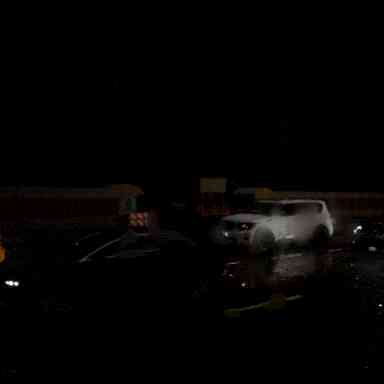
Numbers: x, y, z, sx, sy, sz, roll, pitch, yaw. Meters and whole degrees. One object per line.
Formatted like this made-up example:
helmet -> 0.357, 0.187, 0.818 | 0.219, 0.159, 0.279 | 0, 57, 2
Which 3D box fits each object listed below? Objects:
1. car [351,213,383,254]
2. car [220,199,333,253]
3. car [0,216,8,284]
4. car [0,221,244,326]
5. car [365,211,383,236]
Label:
car -> 8.440, 1.491, 13.214 | 4.553, 1.767, 2.097 | 1, 0, -31
car -> 3.686, 1.333, 14.414 | 5.566, 2.045, 2.150 | 1, -1, -31
car -> -7.210, 1.463, 7.750 | 5.008, 1.535, 1.882 | 1, 0, -31
car -> -1.533, 1.519, 7.120 | 4.902, 1.511, 2.128 | 1, 0, -31
car -> 12.652, 1.812, 19.891 | 4.718, 1.301, 1.895 | 1, 0, -31
